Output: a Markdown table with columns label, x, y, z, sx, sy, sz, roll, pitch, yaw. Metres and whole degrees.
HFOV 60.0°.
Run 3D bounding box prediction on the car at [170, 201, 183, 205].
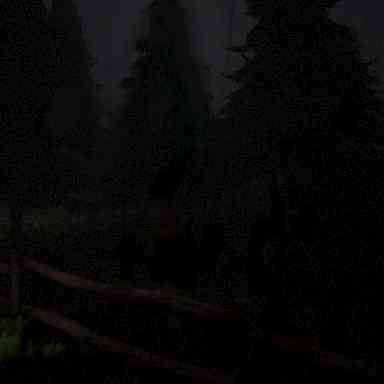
| label | x | y | z | sx | sy | sz | roll | pitch | yaw |
| --- | --- | --- | --- | --- | --- | --- | --- | --- | --- |
| car | -2.740 | 1.630 | 37.119 | 4.181 | 1.385 | 1.994 | 0 | 0 | -13 |
